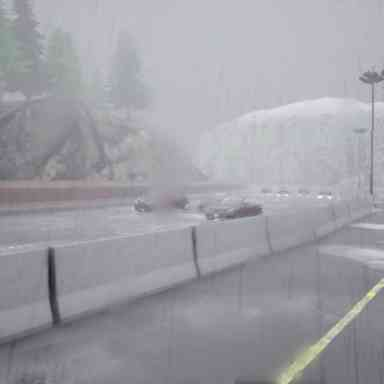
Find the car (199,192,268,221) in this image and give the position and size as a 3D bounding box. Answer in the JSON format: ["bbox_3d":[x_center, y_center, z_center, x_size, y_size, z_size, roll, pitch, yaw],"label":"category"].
[{"bbox_3d":[2.667,0.928,19.745,1.812,1.442,4.674,1,2,36],"label":"car"}]

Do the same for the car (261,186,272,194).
[{"bbox_3d":[14.865,-0.510,65.994,1.882,1.535,5.008,1,2,18],"label":"car"}]

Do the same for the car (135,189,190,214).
[{"bbox_3d":[-2.164,0.599,24.989,2.097,1.767,4.553,1,2,36],"label":"car"}]

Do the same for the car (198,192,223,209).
[{"bbox_3d":[2.321,0.765,25.198,1.812,1.442,4.674,1,2,35],"label":"car"}]

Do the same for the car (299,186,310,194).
[{"bbox_3d":[21.000,-0.385,62.206,1.882,1.535,5.008,1,2,18],"label":"car"}]

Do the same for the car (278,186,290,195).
[{"bbox_3d":[16.927,-0.339,61.167,1.837,1.490,4.892,1,2,20],"label":"car"}]

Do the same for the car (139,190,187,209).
[{"bbox_3d":[-2.580,0.610,30.416,1.812,1.442,4.674,1,2,34],"label":"car"}]

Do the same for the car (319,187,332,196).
[{"bbox_3d":[22.186,-0.139,55.201,1.812,1.442,4.674,1,2,21],"label":"car"}]
